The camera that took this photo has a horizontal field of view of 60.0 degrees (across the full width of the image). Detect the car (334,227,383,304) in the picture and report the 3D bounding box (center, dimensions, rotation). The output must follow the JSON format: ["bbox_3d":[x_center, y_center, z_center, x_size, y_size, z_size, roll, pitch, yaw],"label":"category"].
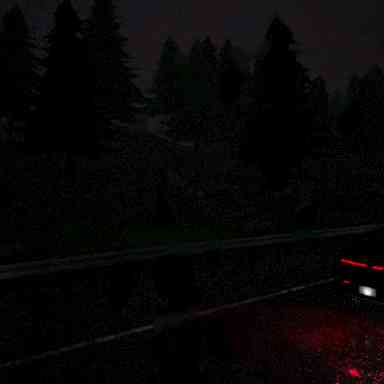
[{"bbox_3d":[5.066,1.471,7.153,4.892,1.490,1.837,0,0,-34],"label":"car"}]
